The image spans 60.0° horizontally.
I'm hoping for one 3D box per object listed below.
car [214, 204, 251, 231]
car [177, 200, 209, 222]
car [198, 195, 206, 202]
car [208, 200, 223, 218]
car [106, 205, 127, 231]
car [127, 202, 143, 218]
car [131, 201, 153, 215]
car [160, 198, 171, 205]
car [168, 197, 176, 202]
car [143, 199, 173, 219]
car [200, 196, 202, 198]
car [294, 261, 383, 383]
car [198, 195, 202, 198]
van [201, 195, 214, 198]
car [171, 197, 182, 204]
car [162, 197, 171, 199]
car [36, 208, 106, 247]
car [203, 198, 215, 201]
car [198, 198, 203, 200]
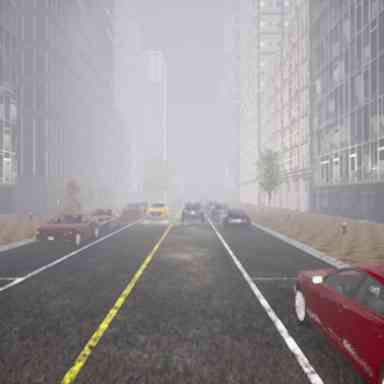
[{"bbox_3d":[2.681,1.704,21.375,1.947,1.339,4.313,0,0,0],"label":"car"},{"bbox_3d":[0.083,1.686,28.600,2.163,1.488,4.792,0,0,0],"label":"car"},{"bbox_3d":[2.649,1.826,89.683,2.192,1.841,5.009,0,0,0],"label":"car"},{"bbox_3d":[2.676,1.774,32.759,1.947,1.339,4.313,0,0,0],"label":"car"},{"bbox_3d":[-5.700,1.720,21.379,1.802,1.307,4.206,0,0,0],"label":"car"},{"bbox_3d":[-5.705,1.752,32.764,1.887,1.381,4.507,0,0,0],"label":"car"},{"bbox_3d":[-5.708,1.807,38.456,1.947,1.339,4.313,0,0,0],"label":"car"},{"bbox_3d":[-5.724,1.977,72.612,2.008,1.369,4.403,0,0,0],"label":"car"},{"bbox_3d":[-5.735,2.088,95.381,2.008,1.369,4.403,0,0,0],"label":"car"},{"bbox_3d":[-3.114,1.677,31.417,1.882,1.535,5.008,0,0,0],"label":"car"},{"bbox_3d":[2.665,1.778,55.529,1.967,1.590,4.097,0,0,0],"label":"car"},{"bbox_3d":[2.689,1.575,4.299,1.887,1.381,4.507,0,0,0],"label":"car"},{"bbox_3d":[2.655,1.770,78.298,2.192,1.841,5.009,0,0,0],"label":"car"},{"bbox_3d":[2.668,1.648,49.839,1.690,1.788,3.998,0,0,0],"label":"van"},{"bbox_3d":[-3.037,1.964,72.754,1.994,1.385,4.181,0,0,0],"label":"car"},{"bbox_3d":[-5.721,1.922,66.749,1.752,1.417,4.829,0,0,0],"label":"car"},{"bbox_3d":[-5.697,1.648,15.686,1.887,1.381,4.507,0,0,0],"label":"car"},{"bbox_3d":[2.670,1.840,44.143,1.947,1.339,4.313,0,0,0],"label":"car"},{"bbox_3d":[0.040,1.836,43.901,1.994,1.385,4.181,0,0,0],"label":"car"}]
